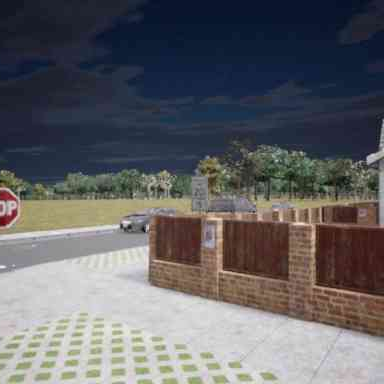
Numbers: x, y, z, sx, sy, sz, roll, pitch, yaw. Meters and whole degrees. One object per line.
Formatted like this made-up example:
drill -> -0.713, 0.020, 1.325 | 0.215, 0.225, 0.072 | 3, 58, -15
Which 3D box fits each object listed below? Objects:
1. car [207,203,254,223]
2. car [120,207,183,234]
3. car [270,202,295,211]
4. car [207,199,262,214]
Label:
car -> 3.527, 1.832, 29.715 | 2.128, 1.511, 4.902 | -1, -1, 35
car -> -2.438, 1.715, 21.230 | 2.128, 1.511, 4.902 | 0, -1, 35
car -> 10.969, 1.973, 40.267 | 2.128, 1.511, 4.902 | -1, -1, 35
car -> 3.210, 1.490, 24.218 | 2.150, 2.045, 5.566 | 0, -1, 36
